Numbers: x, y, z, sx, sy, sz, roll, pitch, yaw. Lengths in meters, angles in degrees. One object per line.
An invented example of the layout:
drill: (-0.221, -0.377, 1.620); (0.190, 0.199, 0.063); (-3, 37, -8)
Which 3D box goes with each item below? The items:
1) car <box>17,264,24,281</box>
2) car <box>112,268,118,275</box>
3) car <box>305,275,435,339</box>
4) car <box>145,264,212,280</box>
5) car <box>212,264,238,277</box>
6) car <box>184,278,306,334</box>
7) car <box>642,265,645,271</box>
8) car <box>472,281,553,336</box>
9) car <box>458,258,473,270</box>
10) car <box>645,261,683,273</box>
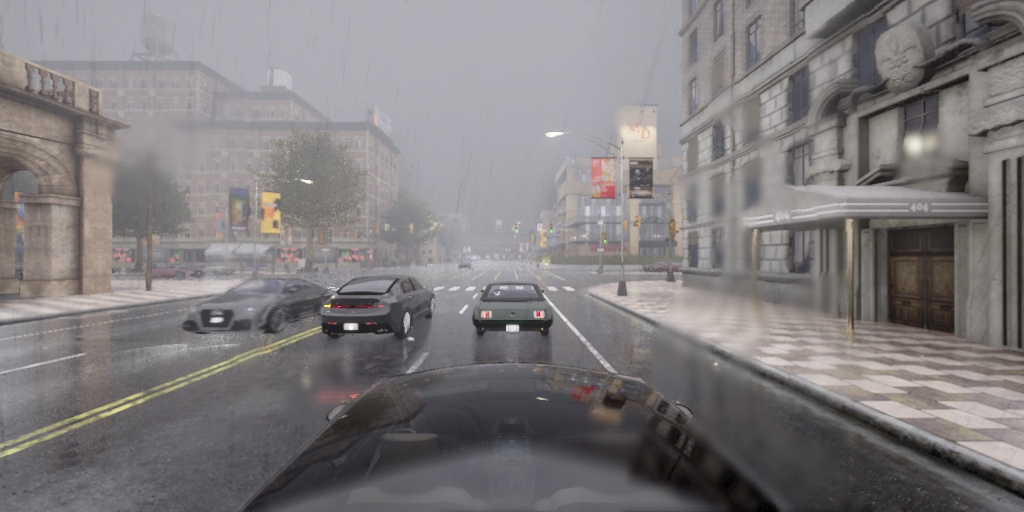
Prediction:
car: (-43.991, 1.391, 32.375); (4.181, 1.385, 1.994); (0, 0, 0)
car: (-42.703, 1.436, 35.878); (4.718, 1.301, 1.895); (0, 0, 0)
car: (-3.487, 1.277, 10.187); (1.837, 1.490, 4.892); (0, 0, 0)
car: (-30.313, 1.391, 32.410); (4.181, 1.385, 1.994); (0, 0, 0)
car: (-30.455, 1.437, 35.909); (4.718, 1.301, 1.895); (0, 0, 0)
car: (-7.053, 1.343, 10.544); (1.994, 1.385, 4.181); (0, 0, 0)
car: (19.764, 1.392, 47.740); (4.674, 1.442, 1.812); (0, 0, 0)
car: (0.015, 1.373, 10.448); (1.895, 1.301, 4.718); (0, 0, 0)
car: (-7.449, 1.422, 57.252); (1.895, 1.301, 4.718); (0, 0, 0)
car: (19.415, 1.383, 44.235); (4.674, 1.442, 1.812); (0, 0, -1)
